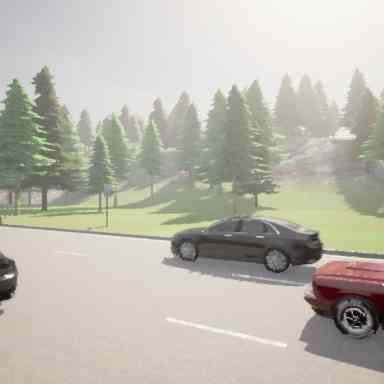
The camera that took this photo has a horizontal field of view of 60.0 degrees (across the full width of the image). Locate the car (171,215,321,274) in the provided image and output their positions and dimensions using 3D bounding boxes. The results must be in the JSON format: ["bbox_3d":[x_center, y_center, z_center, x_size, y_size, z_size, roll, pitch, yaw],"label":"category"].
[{"bbox_3d":[1.584,1.503,10.593,4.892,1.490,1.837,-1,0,32],"label":"car"}]

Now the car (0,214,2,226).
[{"bbox_3d":[-12.979,1.492,19.099,4.902,1.511,2.128,0,0,30],"label":"car"}]

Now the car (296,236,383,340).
[{"bbox_3d":[4.236,1.601,4.967,4.718,1.301,1.895,0,0,33],"label":"car"}]

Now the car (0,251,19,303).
[{"bbox_3d":[-5.579,1.507,6.770,4.892,1.490,1.837,1,0,31],"label":"car"}]
